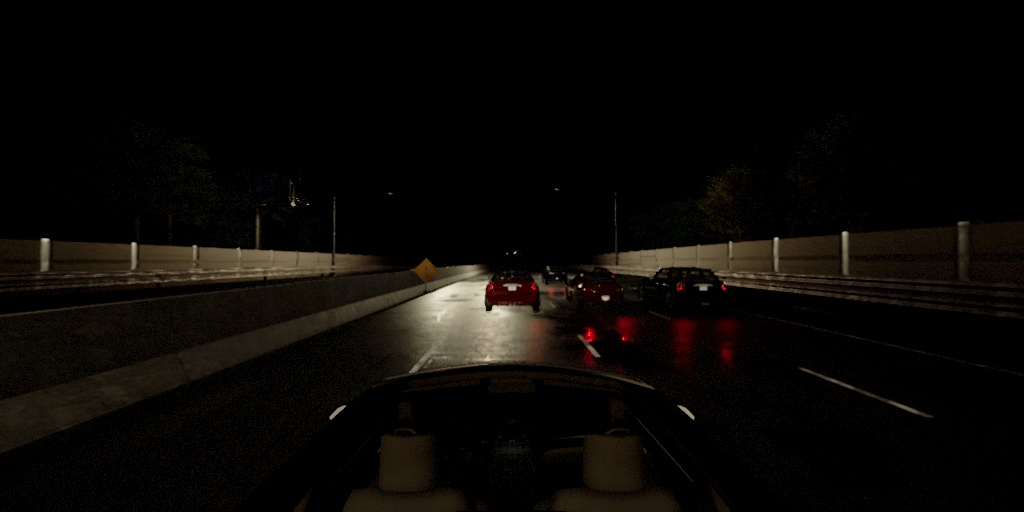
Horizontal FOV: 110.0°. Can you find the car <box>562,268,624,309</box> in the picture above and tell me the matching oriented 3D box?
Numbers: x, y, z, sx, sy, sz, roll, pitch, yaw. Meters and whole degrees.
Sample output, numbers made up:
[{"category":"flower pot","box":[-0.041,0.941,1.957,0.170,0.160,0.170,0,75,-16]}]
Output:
[{"category":"car","box":[3.529,1.421,15.743,1.812,1.442,4.674,0,0,1]}]

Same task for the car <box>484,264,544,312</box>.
[{"category":"car","box":[0.025,1.241,15.255,2.097,1.767,4.553,0,-1,0]}]

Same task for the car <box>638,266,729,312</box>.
[{"category":"car","box":[7.025,1.241,15.249,2.097,1.767,4.553,0,-1,0]}]

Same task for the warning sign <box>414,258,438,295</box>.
[{"category":"warning sign","box":[-4.542,1.046,18.832,1.300,1.860,1.060,0,0,0]}]

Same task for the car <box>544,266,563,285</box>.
[{"category":"car","box":[3.533,1.589,30.368,2.128,1.511,4.902,0,-1,0]}]
